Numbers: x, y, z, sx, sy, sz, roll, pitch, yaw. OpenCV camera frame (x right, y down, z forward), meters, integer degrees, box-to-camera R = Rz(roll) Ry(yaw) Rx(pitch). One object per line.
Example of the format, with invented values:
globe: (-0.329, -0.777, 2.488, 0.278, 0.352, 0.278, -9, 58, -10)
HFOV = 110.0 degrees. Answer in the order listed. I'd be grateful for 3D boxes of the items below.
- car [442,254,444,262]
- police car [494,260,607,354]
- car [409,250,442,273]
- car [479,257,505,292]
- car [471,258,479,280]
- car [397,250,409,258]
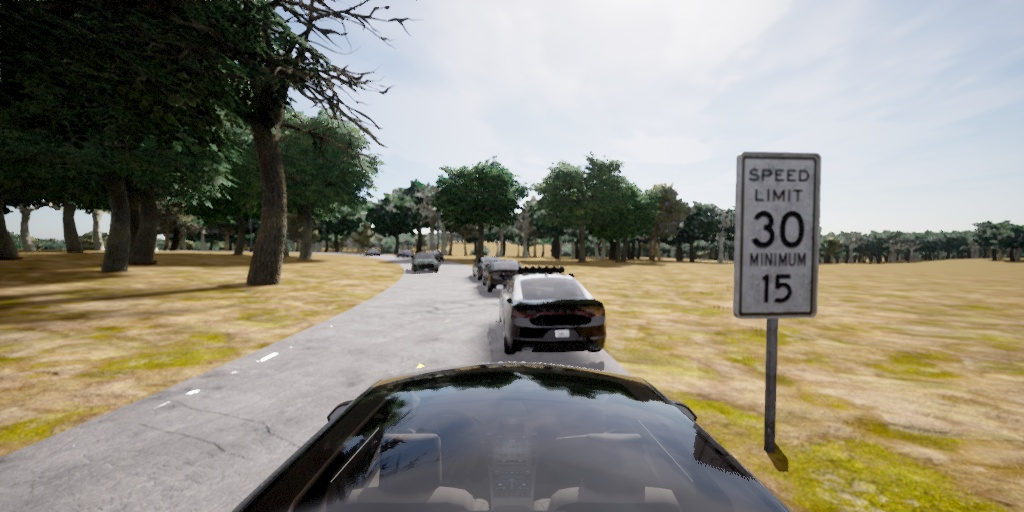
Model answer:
car: (-10.464, 0.010, 47.516, 1.882, 1.535, 5.008, -1, 2, -25)
police car: (0.674, 1.062, 8.620, 1.930, 1.638, 5.238, 0, 1, -4)
car: (-7.555, 0.451, 31.046, 2.097, 1.767, 4.553, -1, 2, -17)
car: (-0.475, 0.916, 18.658, 1.882, 1.535, 5.008, -1, 1, -9)
car: (-1.617, 0.792, 24.680, 1.837, 1.490, 4.892, -1, 2, -12)
car: (-18.438, -0.404, 61.863, 1.994, 1.385, 4.181, -1, 2, -35)
